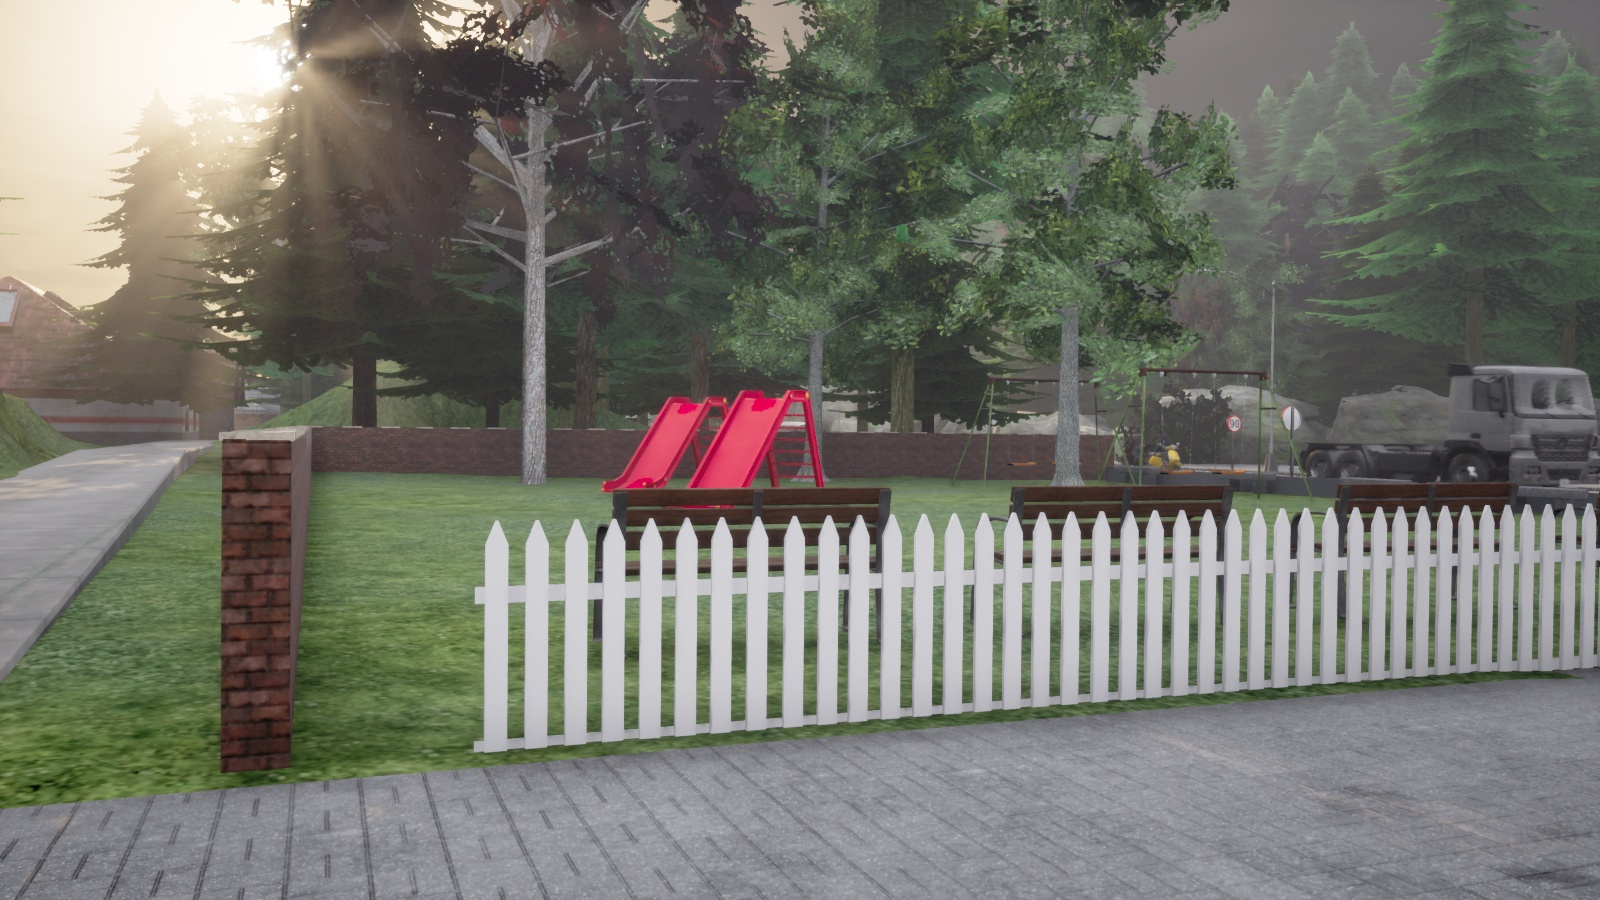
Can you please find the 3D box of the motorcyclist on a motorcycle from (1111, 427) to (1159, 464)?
[{"bbox_3d":[14.288,-0.194,53.599,0.866,1.530,2.191,-1,1,-21],"label":"motorcyclist on a motorcycle"}]

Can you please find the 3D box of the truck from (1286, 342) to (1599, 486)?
[{"bbox_3d":[17.327,-0.931,34.418,2.891,3.462,7.936,-1,1,-21],"label":"truck"}]

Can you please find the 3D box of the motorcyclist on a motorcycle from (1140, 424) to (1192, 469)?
[{"bbox_3d":[13.189,-0.128,45.274,0.866,1.590,1.817,-1,1,-21],"label":"motorcyclist on a motorcycle"}]

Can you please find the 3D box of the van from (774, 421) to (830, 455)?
[{"bbox_3d":[0.116,-0.778,79.521,2.069,2.038,4.480,-1,2,-21],"label":"van"}]
